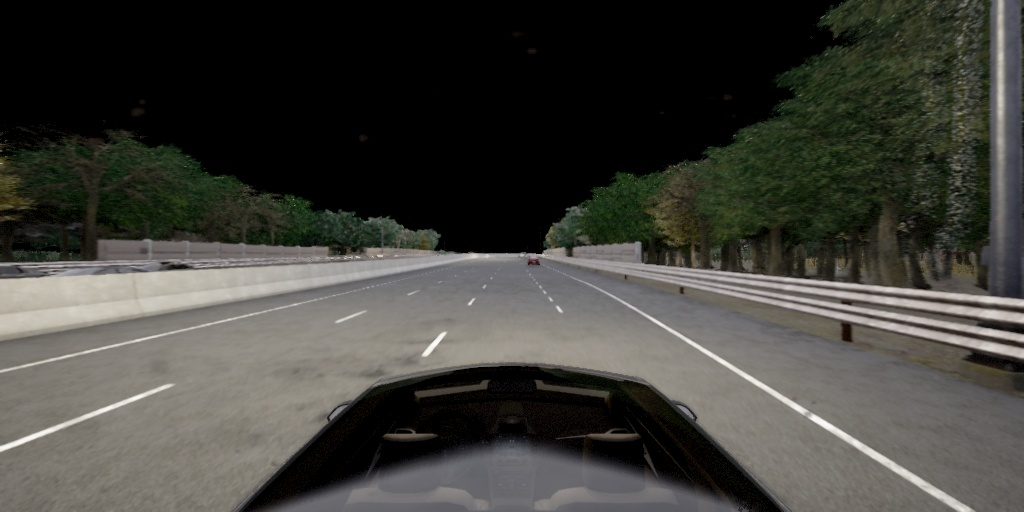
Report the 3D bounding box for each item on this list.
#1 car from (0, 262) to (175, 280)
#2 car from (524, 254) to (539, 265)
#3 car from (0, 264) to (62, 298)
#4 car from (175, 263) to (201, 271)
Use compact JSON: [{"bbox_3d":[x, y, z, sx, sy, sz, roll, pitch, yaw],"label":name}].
[{"bbox_3d":[-17.581,1.170,15.078,1.882,1.535,5.008,0,0,0],"label":"car"},{"bbox_3d":[3.566,0.758,60.578,1.882,1.535,5.008,0,1,0],"label":"car"},{"bbox_3d":[-24.577,1.179,16.398,1.837,1.490,4.892,0,0,0],"label":"car"},{"bbox_3d":[-21.069,1.158,21.382,1.837,1.490,4.892,0,0,0],"label":"car"}]
